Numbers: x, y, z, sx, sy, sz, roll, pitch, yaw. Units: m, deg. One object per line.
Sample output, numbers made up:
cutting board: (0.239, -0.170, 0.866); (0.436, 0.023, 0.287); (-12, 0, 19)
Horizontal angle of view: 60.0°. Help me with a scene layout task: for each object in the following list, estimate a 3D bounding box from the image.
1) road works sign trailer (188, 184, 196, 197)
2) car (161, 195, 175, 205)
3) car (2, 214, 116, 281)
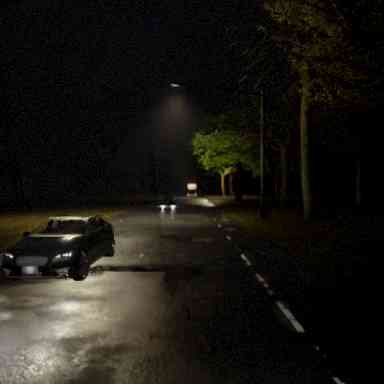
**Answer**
road works sign trailer: (0.007, -0.458, 91.643); (2.380, 3.560, 2.880); (0, 1, 0)
car: (-3.574, 1.180, 50.614); (1.837, 1.490, 4.892); (0, 1, 0)
car: (-3.600, 1.455, 9.845); (2.128, 1.511, 4.902); (0, 0, 0)
